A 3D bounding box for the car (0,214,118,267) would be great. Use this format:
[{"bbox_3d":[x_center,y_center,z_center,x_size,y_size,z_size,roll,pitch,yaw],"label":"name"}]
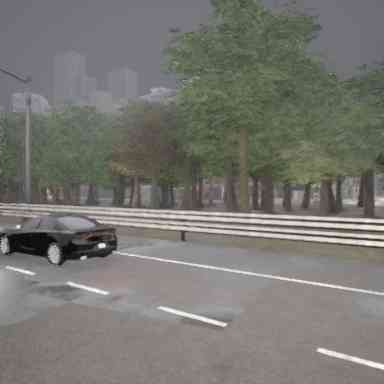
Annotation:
[{"bbox_3d":[-4.753,1.495,11.562,5.008,1.535,1.882,0,0,36],"label":"car"}]
